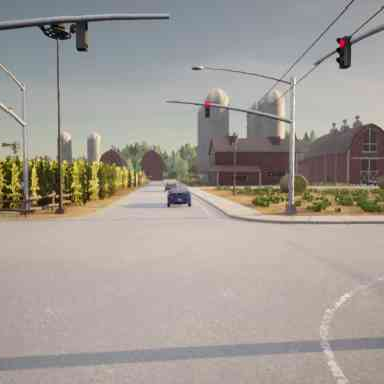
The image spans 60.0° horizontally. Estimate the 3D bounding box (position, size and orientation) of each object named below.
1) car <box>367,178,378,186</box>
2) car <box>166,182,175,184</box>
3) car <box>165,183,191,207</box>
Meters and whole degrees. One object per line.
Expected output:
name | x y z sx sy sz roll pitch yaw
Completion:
car | 42.331 -2.370 77.601 1.905 1.878 3.866 10 10 41
car | -3.367 -0.839 52.889 2.128 1.511 4.902 0 3 -5
car | -1.126 0.332 27.659 1.882 1.535 5.008 0 3 -5
